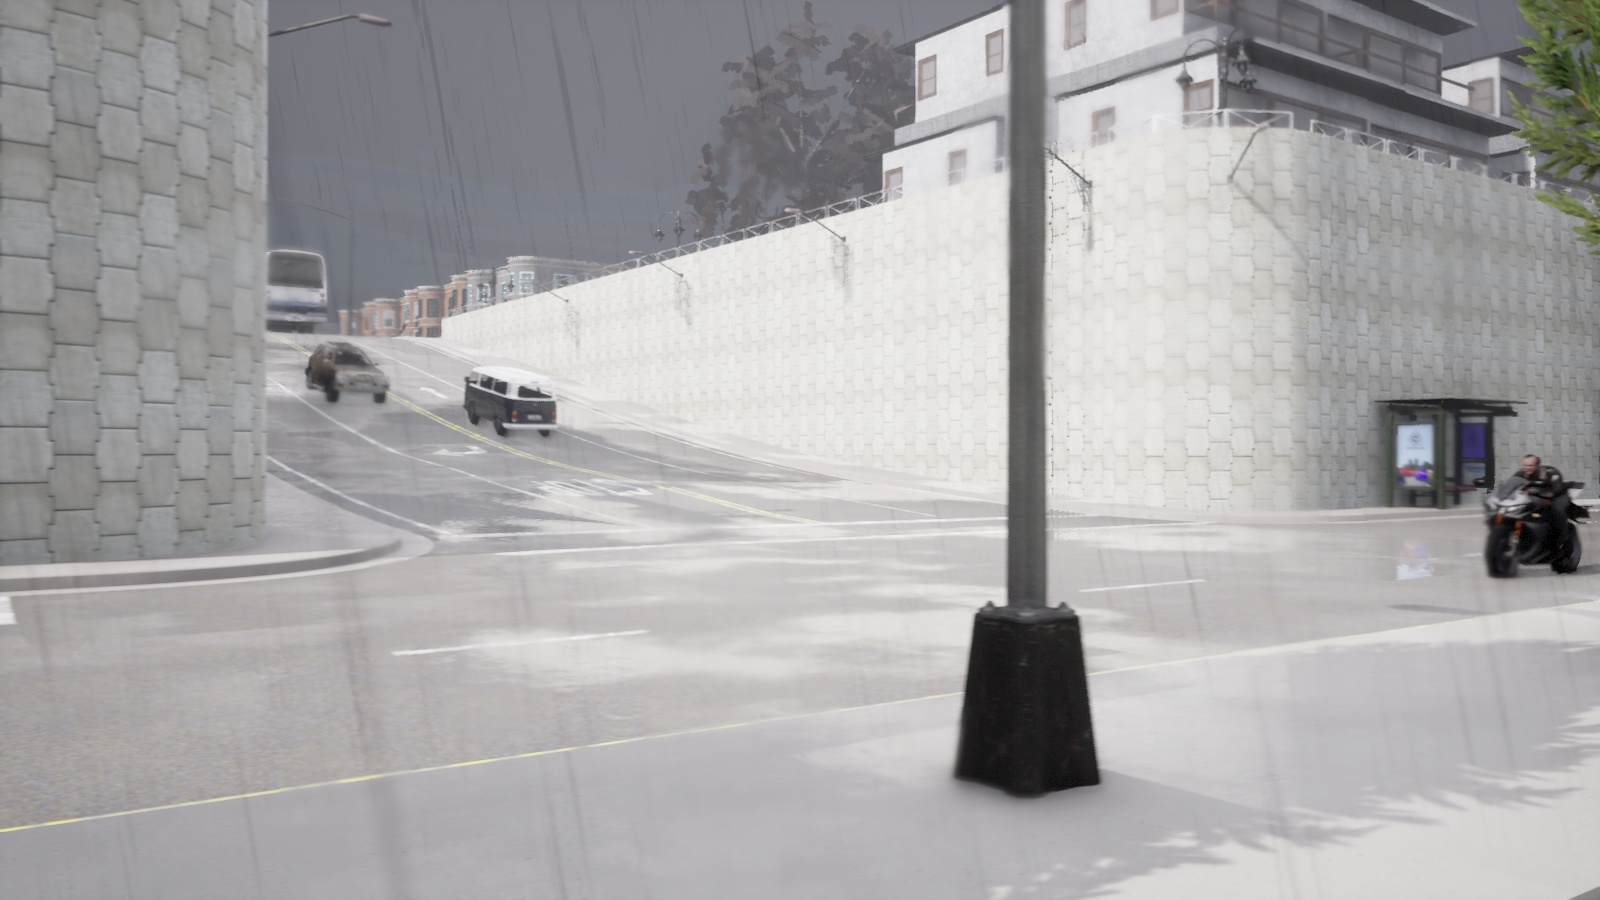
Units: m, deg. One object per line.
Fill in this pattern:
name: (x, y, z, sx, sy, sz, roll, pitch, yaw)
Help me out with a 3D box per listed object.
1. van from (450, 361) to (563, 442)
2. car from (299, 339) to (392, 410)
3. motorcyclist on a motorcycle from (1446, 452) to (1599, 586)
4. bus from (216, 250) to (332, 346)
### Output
van: (-9.809, -1.652, 41.710, 2.069, 2.038, 4.480, 0, 10, -35)
car: (-16.332, -2.735, 44.981, 1.932, 1.855, 4.605, 0, 11, -35)
motorcyclist on a motorcycle: (8.895, 0.793, 15.332, 2.191, 1.530, 0.866, 0, 0, -35)
bus: (-29.577, -8.317, 70.250, 3.944, 4.253, 10.273, -1, 1, -35)
